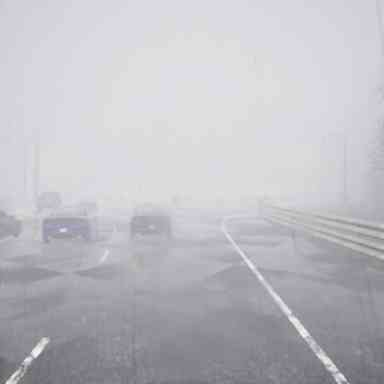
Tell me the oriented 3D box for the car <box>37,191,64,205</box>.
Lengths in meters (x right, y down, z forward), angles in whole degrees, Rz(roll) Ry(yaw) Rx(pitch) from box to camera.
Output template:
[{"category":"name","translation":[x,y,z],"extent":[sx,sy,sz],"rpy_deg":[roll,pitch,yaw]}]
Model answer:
[{"category":"car","translation":[-14.269,0.954,33.587],"extent":[2.150,2.045,5.566],"rpy_deg":[0,1,-21]}]

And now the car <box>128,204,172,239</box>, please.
[{"category":"car","translation":[-2.154,1.327,16.602],"extent":[1.882,1.535,5.008],"rpy_deg":[0,1,-11]}]

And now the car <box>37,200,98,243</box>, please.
[{"category":"car","translation":[-5.512,1.349,15.550],"extent":[1.882,1.535,5.008],"rpy_deg":[0,0,-11]}]

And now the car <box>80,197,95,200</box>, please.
[{"category":"car","translation":[-10.473,1.246,33.419],"extent":[1.812,1.442,4.674],"rpy_deg":[0,1,-20]}]

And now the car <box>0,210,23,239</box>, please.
[{"category":"car","translation":[-8.788,1.422,14.141],"extent":[1.812,1.442,4.674],"rpy_deg":[0,0,-10]}]
